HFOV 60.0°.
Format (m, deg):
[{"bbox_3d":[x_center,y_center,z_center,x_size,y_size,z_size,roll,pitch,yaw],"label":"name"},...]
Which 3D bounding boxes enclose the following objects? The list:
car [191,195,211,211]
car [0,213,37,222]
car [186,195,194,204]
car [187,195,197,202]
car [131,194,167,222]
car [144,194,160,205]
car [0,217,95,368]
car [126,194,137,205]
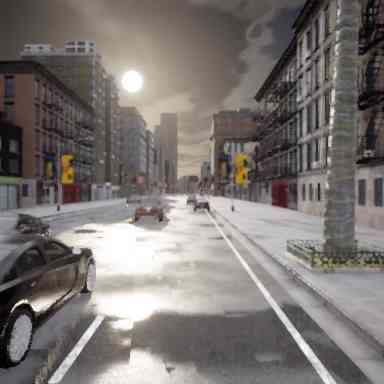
[{"bbox_3d":[1.124,1.438,38.464,1.812,1.442,4.674,0,0,0],"label":"car"},{"bbox_3d":[-6.604,1.499,11.790,1.812,1.442,4.674,0,0,0],"label":"car"},{"bbox_3d":[-0.019,1.462,57.796,1.895,1.301,4.718,0,0,0],"label":"car"},{"bbox_3d":[-0.025,1.303,72.670,2.033,1.411,5.357,0,0,0],"label":"car"},{"bbox_3d":[-3.159,1.293,26.189,2.097,1.767,4.553,0,0,0],"label":"car"},{"bbox_3d":[-6.568,1.220,55.192,2.097,1.767,4.553,0,0,0],"label":"car"},{"bbox_3d":[-3.153,1.464,5.738,1.882,1.535,5.008,0,0,0],"label":"car"},{"bbox_3d":[-9.812,1.216,56.724,2.097,1.767,4.553,0,0,1],"label":"car"}]
